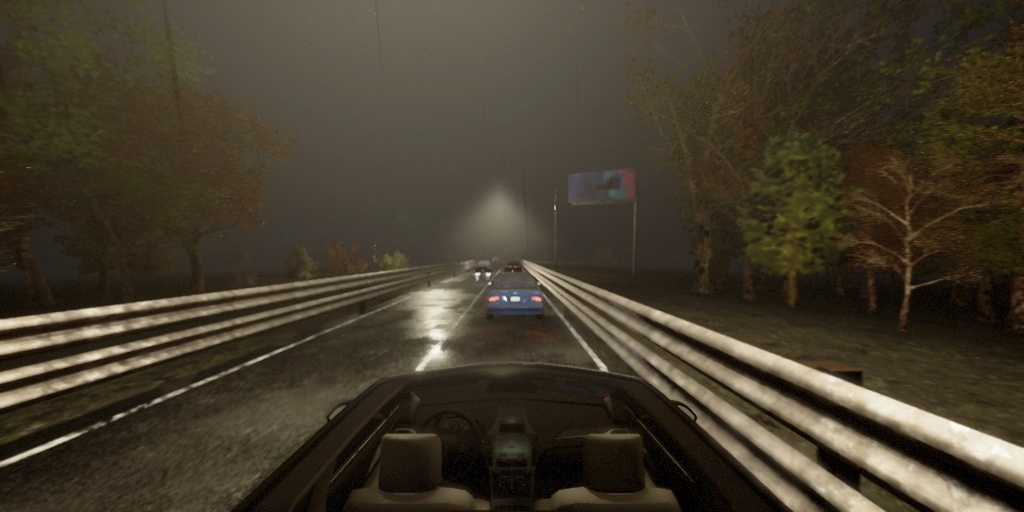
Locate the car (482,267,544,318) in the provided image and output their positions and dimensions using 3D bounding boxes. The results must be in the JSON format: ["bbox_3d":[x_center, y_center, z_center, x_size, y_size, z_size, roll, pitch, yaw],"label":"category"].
[{"bbox_3d":[0.091,1.280,12.797,2.033,1.411,5.357,0,0,0],"label":"car"}]

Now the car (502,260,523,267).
[{"bbox_3d":[0.065,1.198,36.959,1.837,1.490,4.892,0,0,0],"label":"car"}]

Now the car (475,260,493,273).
[{"bbox_3d":[-3.310,1.231,43.334,2.033,1.411,5.357,0,0,1],"label":"car"}]
